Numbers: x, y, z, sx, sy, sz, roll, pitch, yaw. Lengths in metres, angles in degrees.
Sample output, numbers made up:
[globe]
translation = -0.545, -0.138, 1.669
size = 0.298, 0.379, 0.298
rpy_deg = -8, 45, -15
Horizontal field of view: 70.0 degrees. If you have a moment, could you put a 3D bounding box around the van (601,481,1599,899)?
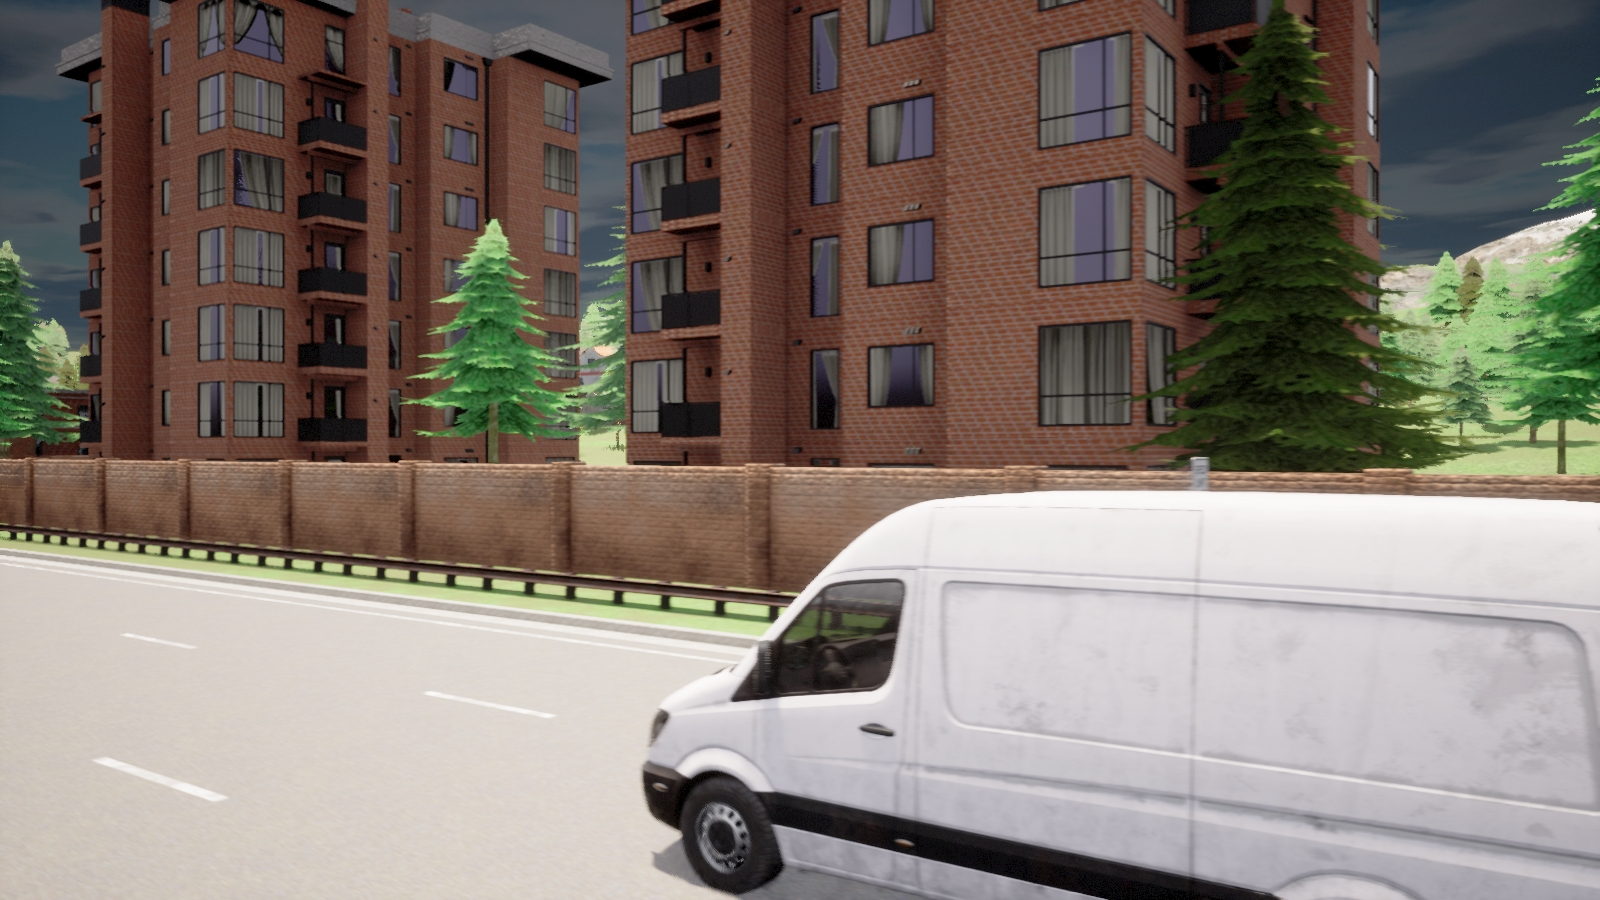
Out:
[van]
translation = 1.637, 1.536, 6.908
size = 5.915, 2.561, 1.988
rpy_deg = 0, 0, 35
